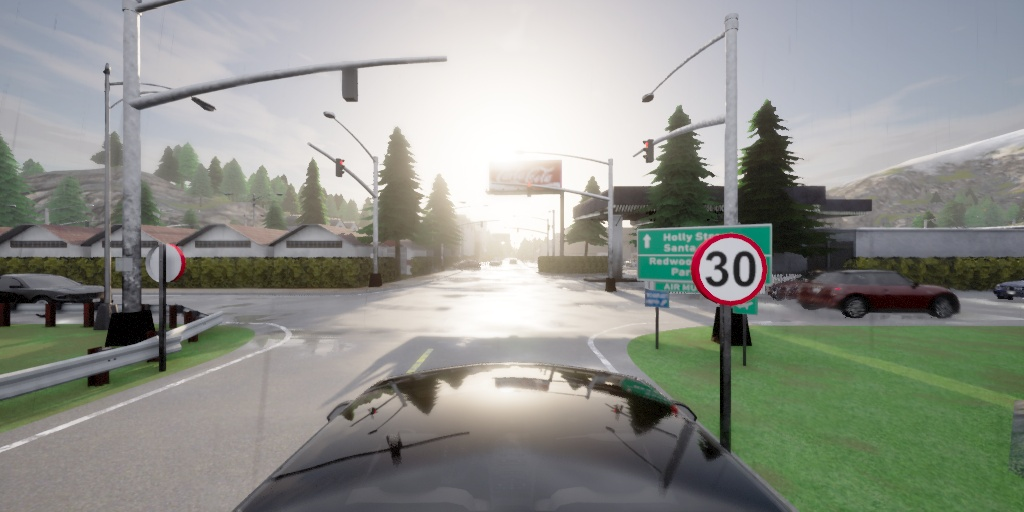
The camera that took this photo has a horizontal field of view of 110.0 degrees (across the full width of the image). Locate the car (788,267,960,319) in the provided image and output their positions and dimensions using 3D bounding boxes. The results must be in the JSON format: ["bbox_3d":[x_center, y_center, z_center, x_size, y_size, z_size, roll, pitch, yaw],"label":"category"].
[{"bbox_3d":[13.504,1.293,13.378,4.553,1.767,2.097,0,0,1],"label":"car"}]

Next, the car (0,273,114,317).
[{"bbox_3d":[-18.335,1.419,13.722,5.008,1.535,1.882,0,0,1],"label":"car"}]

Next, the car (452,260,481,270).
[{"bbox_3d":[-7.084,1.345,55.885,4.674,1.442,1.812,-2,2,-31],"label":"car"}]

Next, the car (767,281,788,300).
[{"bbox_3d":[14.793,1.467,17.048,4.674,1.442,1.812,0,0,0],"label":"car"}]

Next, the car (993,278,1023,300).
[{"bbox_3d":[25.946,1.467,16.933,4.674,1.442,1.812,0,0,1],"label":"car"}]
